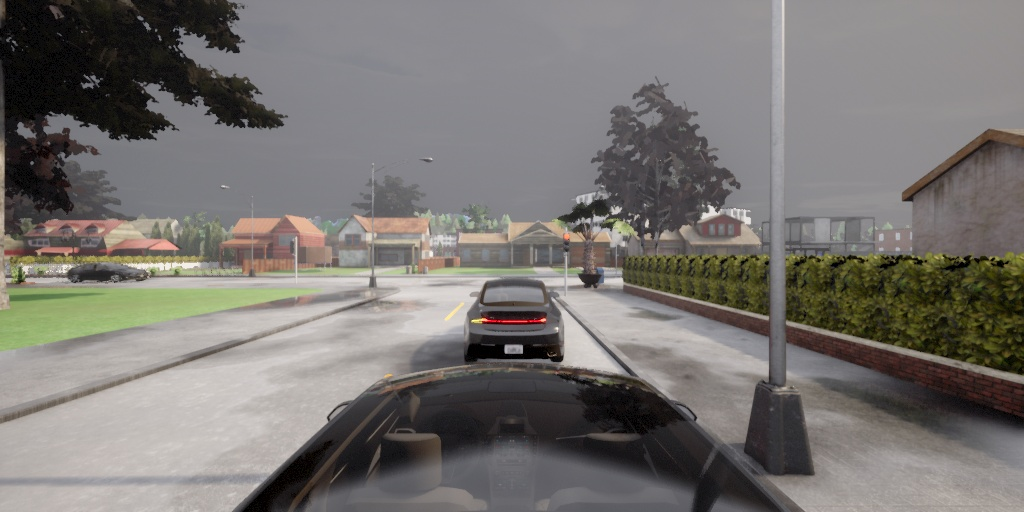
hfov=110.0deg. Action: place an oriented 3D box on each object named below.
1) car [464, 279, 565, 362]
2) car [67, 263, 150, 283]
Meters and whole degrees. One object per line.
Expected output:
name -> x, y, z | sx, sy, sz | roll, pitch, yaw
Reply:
car -> 0.052, 1.254, 8.187 | 1.837, 1.490, 4.892 | 0, 0, 1
car -> -30.117, 1.252, 26.816 | 4.892, 1.490, 1.837 | 0, 0, 0
